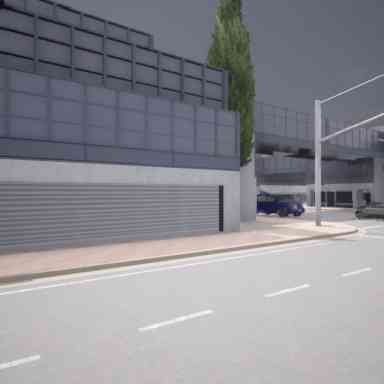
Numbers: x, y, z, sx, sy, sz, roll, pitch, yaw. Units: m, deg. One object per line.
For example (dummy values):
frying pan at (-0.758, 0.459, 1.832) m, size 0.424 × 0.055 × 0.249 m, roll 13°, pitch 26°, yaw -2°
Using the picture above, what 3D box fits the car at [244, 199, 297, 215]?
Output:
car at (8.219, 1.546, 35.306) m, size 2.033 × 1.411 × 5.357 m, roll 0°, pitch 0°, yaw -37°

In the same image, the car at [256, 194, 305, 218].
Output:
car at (7.512, 1.221, 30.398) m, size 2.150 × 2.045 × 5.566 m, roll 0°, pitch 0°, yaw -37°

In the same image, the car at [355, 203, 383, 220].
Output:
car at (15.241, 1.563, 26.357) m, size 1.994 × 1.385 × 4.181 m, roll 0°, pitch 0°, yaw -42°
